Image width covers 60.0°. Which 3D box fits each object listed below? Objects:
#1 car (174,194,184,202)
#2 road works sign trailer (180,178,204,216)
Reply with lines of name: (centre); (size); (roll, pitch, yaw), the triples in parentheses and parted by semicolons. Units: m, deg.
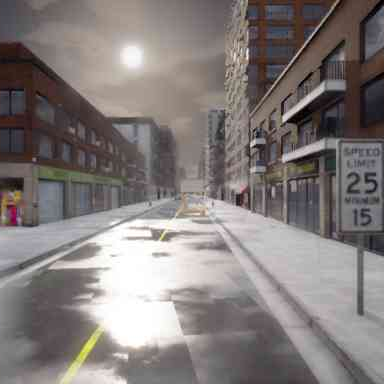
car: (-2.999, 1.265, 75.943); (2.097, 1.767, 4.553); (0, 0, 0)
road works sign trailer: (0.001, 0.459, 32.142); (2.380, 3.560, 2.880); (0, 0, 0)
